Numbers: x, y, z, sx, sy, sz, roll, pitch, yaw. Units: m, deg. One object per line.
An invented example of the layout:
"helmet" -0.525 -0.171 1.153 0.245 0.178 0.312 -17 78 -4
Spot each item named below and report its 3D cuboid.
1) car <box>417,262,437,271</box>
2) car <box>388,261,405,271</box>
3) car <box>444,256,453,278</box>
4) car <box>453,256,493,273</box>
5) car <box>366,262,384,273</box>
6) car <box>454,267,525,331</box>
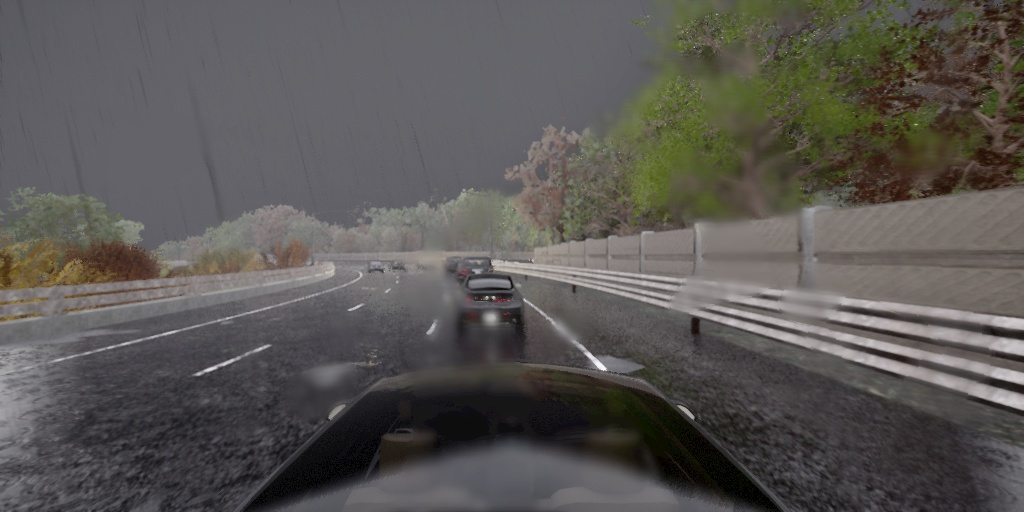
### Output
"car" -12.103 1.470 50.729 1.895 1.301 4.718 0 0 -26
"car" -16.839 1.404 52.192 1.837 1.490 4.892 0 0 -28
"car" -5.555 1.038 35.892 2.150 2.045 5.566 0 0 -15
"car" -2.364 1.010 22.370 2.150 2.045 5.566 0 0 -10
"car" -17.847 1.447 46.642 2.033 1.411 5.357 0 0 -26
"car" -0.723 1.270 11.147 1.837 1.490 4.892 0 0 -5
